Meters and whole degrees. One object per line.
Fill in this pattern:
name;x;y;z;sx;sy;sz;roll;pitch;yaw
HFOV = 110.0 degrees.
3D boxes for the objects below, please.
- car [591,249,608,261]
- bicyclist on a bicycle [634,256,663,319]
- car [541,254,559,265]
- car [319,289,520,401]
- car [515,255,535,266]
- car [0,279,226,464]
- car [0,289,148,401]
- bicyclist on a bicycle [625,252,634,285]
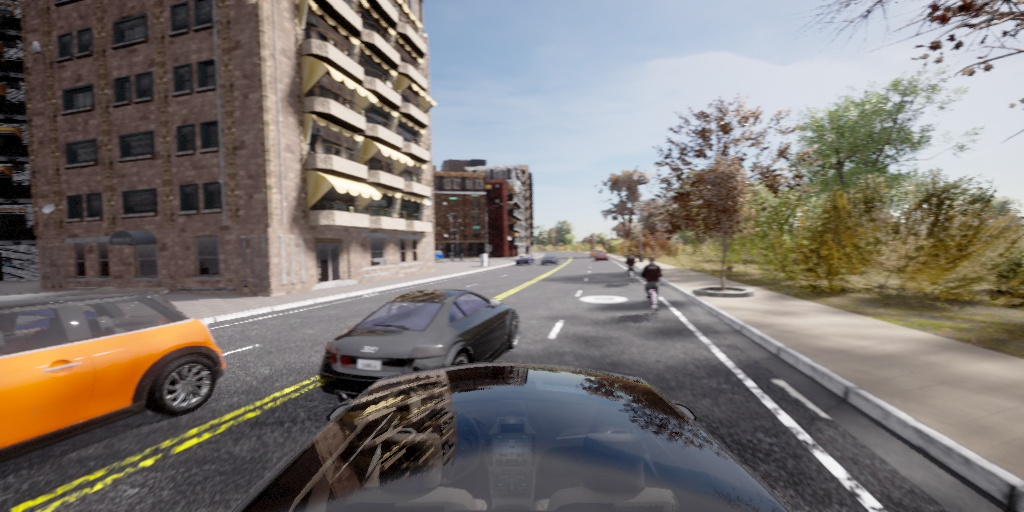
car;13.580;0.059;54.665;1.994;1.385;4.181;-1;1;11
bicyclist on a bicycle;4.094;0.865;10.515;0.659;1.776;1.843;-1;1;15
car;4.860;0.454;45.412;1.994;1.385;4.181;-1;1;13
car;-1.228;1.268;6.367;1.994;1.385;4.181;-1;1;16
car;1.689;0.564;46.123;1.895;1.301;4.718;-1;1;13
car;-5.649;1.223;3.380;2.097;1.767;4.553;-1;1;16
car;-8.580;1.448;4.931;1.812;1.442;4.674;-1;1;16
bicyclist on a bicycle;6.386;0.657;19.293;0.659;1.776;1.843;-1;1;14
